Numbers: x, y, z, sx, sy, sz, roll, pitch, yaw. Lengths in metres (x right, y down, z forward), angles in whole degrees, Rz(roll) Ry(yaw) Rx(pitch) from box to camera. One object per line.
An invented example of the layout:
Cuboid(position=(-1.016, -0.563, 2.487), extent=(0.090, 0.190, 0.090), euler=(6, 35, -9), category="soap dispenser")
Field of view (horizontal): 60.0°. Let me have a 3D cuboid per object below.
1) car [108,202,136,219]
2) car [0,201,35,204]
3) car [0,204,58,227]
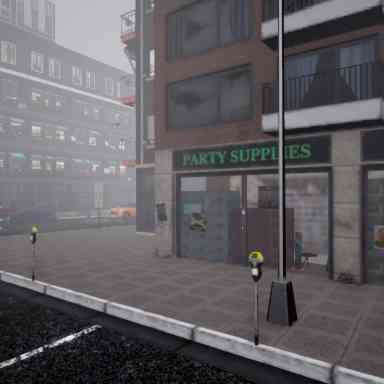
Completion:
Cuboid(position=(-6.415, 1.839, 34.409), extent=(2.097, 1.767, 4.553), euler=(0, -1, 35), category="car")
Cuboid(position=(-14.952, 1.609, 26.714), extent=(2.192, 1.841, 5.009), euler=(-1, -2, 35), category="car")
Cuboid(position=(-12.547, 1.857, 25.600), extent=(1.994, 1.385, 4.181), euler=(0, -1, 35), category="car")
